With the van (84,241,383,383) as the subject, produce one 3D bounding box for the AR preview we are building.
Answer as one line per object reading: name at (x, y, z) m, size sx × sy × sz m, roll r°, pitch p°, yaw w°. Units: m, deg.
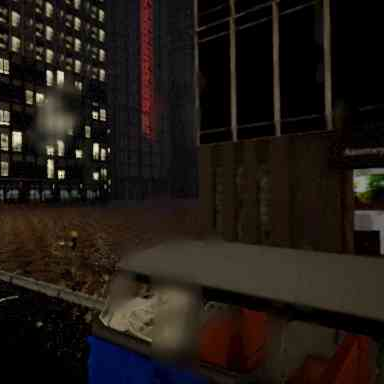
van at (0.978, 1.341, 2.199) m, size 3.998 × 1.788 × 1.690 m, roll 0°, pitch -1°, yaw 36°
